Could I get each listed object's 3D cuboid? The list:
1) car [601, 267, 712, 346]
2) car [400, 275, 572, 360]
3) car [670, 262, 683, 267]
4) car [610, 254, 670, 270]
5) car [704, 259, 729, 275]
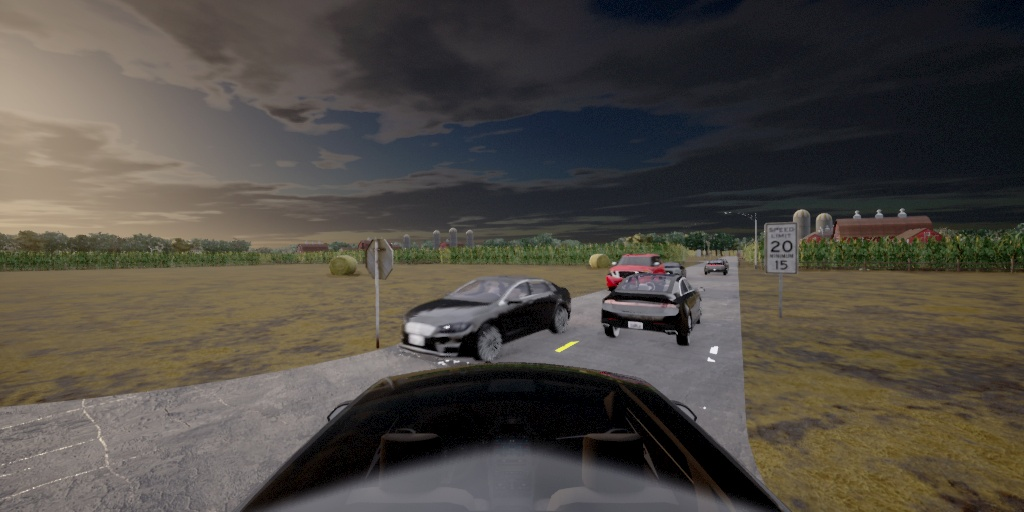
[{"bbox_3d":[3.852,1.212,9.488,2.128,1.511,4.902,0,0,32],"label":"car"},{"bbox_3d":[-0.285,1.221,8.371,2.128,1.511,4.902,0,0,35],"label":"car"},{"bbox_3d":[13.132,1.187,29.589,1.994,1.385,4.181,0,0,33],"label":"car"},{"bbox_3d":[7.017,0.897,19.886,2.150,2.045,5.566,0,0,32],"label":"car"},{"bbox_3d":[20.325,1.076,35.627,2.128,1.511,4.902,0,0,33],"label":"car"}]
